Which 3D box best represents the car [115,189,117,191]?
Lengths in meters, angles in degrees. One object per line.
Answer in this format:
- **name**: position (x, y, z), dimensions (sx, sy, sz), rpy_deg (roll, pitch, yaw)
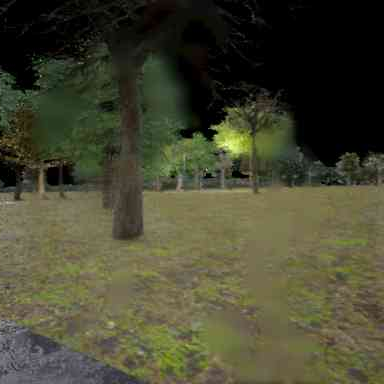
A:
- **car**: position (-15.565, 0.123, 67.613), dimensions (2.033, 1.411, 5.357), rpy_deg (-1, 1, 38)
